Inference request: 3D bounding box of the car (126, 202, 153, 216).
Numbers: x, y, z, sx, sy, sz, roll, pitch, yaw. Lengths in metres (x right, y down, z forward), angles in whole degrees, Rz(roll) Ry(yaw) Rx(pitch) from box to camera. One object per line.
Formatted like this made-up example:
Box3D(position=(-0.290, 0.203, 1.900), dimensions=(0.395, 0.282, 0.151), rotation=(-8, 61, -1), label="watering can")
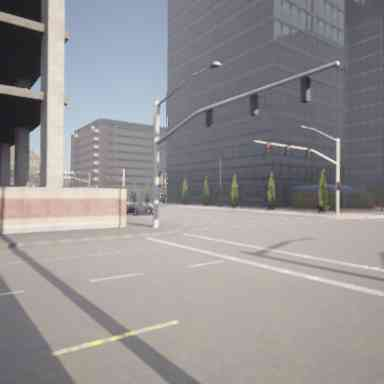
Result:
Box3D(position=(-5.405, 1.699, 34.097), dimensions=(1.994, 1.385, 4.181), rotation=(1, 0, -36), label="car")
